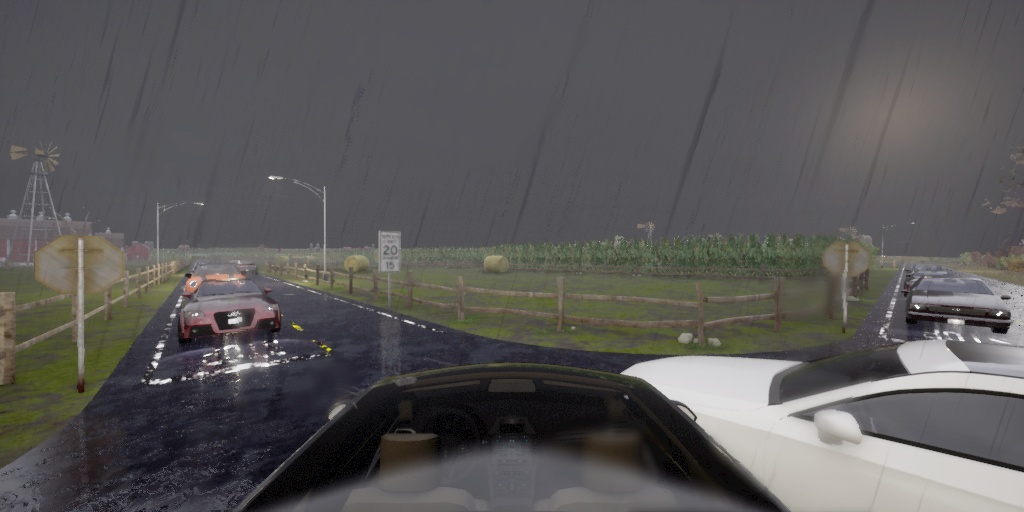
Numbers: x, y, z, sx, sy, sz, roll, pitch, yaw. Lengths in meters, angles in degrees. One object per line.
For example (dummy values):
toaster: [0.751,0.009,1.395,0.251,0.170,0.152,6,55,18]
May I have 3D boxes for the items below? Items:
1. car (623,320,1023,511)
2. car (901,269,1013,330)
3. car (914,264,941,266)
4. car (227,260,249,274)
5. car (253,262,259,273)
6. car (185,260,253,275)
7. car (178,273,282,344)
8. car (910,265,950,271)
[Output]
car: [2.859,1.293,2.226,1.812,1.442,4.674,0,1,-43]
car: [13.635,1.334,11.181,5.357,1.411,2.033,0,1,-42]
car: [28.675,1.306,24.804,4.902,1.511,2.128,0,1,-42]
car: [-33.238,1.271,43.377,1.837,1.490,4.892,0,0,-41]
car: [-26.598,1.256,35.847,2.128,1.511,4.902,0,0,-41]
car: [-13.542,1.129,16.475,2.097,1.767,4.553,0,0,-41]
car: [-7.837,1.349,9.930,1.994,1.385,4.181,0,0,-42]
car: [21.039,1.362,17.893,4.181,1.385,1.994,0,1,-43]
